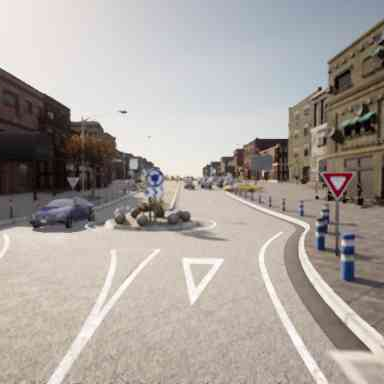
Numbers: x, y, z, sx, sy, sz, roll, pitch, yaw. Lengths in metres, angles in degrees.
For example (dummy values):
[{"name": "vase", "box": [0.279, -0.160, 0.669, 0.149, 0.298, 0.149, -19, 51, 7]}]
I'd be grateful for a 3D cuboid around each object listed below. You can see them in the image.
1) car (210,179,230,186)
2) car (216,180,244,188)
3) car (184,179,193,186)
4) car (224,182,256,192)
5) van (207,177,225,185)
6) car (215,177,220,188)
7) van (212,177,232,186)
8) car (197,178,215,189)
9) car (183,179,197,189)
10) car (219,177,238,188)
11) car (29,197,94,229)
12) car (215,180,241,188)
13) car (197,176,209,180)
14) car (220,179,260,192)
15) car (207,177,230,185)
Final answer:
[{"name": "car", "box": [6.590, -2.297, 79.068, 4.674, 1.452, 2.002, 0, 3, -2]}, {"name": "car", "box": [7.040, -1.492, 62.558, 5.008, 1.535, 2.097, 0, 3, -2]}, {"name": "car", "box": [-0.855, -2.129, 71.789, 1.837, 1.490, 4.892, 0, 3, -2]}, {"name": "car", "box": [7.353, -0.817, 51.560, 4.674, 1.452, 2.002, 0, 3, -2]}, {"name": "van", "box": [6.241, -2.936, 87.311, 4.442, 1.987, 1.878, 0, 2, -2]}, {"name": "car", "box": [7.226, -1.432, 57.043, 5.566, 2.045, 2.435, 0, 3, -2]}, {"name": "van", "box": [6.782, -2.425, 76.185, 4.442, 1.987, 1.878, 0, 3, -2]}, {"name": "car", "box": [2.512, -1.332, 59.867, 2.128, 1.511, 4.902, 0, 3, -1]}, {"name": "car", "box": [-0.484, -1.205, 59.578, 1.895, 1.301, 4.718, 0, 3, -1]}, {"name": "car", "box": [7.242, -1.146, 54.299, 4.553, 1.767, 2.185, 0, 3, -2]}, {"name": "car", "box": [-6.600, 1.001, 17.430, 1.812, 1.442, 4.674, 0, 2, 4]}, {"name": "car", "box": [6.974, -1.641, 65.309, 4.892, 1.521, 2.231, 0, 3, -2]}, {"name": "car", "box": [2.144, -2.133, 71.871, 1.837, 1.490, 4.892, 0, 3, -2]}, {"name": "car", "box": [7.240, -0.692, 48.801, 5.366, 1.575, 1.946, 0, 4, -2]}, {"name": "car", "box": [6.482, -2.716, 81.809, 5.566, 2.045, 2.435, 0, 3, -2]}]
